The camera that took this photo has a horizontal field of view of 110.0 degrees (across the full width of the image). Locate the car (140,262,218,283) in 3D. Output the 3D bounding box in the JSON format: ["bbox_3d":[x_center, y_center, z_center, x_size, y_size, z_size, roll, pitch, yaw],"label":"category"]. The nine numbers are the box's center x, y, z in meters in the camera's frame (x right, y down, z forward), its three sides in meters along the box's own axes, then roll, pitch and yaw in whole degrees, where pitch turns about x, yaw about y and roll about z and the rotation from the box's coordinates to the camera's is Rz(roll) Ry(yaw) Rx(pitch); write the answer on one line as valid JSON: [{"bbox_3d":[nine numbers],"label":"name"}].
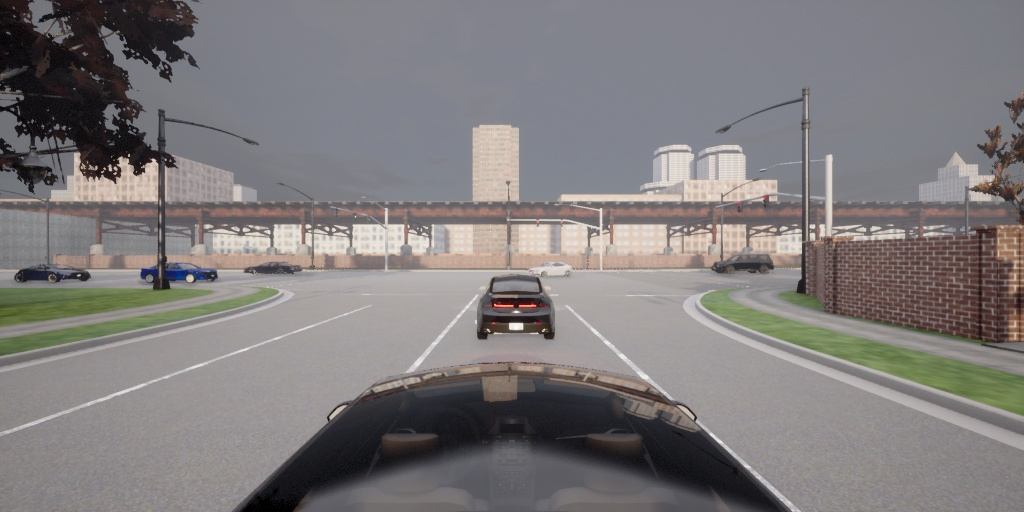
[{"bbox_3d":[-25.226,1.228,27.291,5.008,1.535,1.882,0,0,2],"label":"car"}]

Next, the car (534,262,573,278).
[{"bbox_3d":[3.512,1.258,32.797,4.674,1.442,1.812,0,-1,-36],"label":"car"}]

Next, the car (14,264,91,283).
[{"bbox_3d":[-35.254,1.314,27.600,4.181,1.385,1.994,0,0,2],"label":"car"}]

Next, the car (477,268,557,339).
[{"bbox_3d":[0.093,1.256,10.060,1.837,1.490,4.892,0,0,0],"label":"car"}]

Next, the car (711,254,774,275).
[{"bbox_3d":[23.547,0.830,36.664,5.566,2.045,2.150,-1,0,3],"label":"car"}]

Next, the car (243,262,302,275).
[{"bbox_3d":[-25.258,1.297,37.985,5.357,1.411,2.033,0,0,2],"label":"car"}]
